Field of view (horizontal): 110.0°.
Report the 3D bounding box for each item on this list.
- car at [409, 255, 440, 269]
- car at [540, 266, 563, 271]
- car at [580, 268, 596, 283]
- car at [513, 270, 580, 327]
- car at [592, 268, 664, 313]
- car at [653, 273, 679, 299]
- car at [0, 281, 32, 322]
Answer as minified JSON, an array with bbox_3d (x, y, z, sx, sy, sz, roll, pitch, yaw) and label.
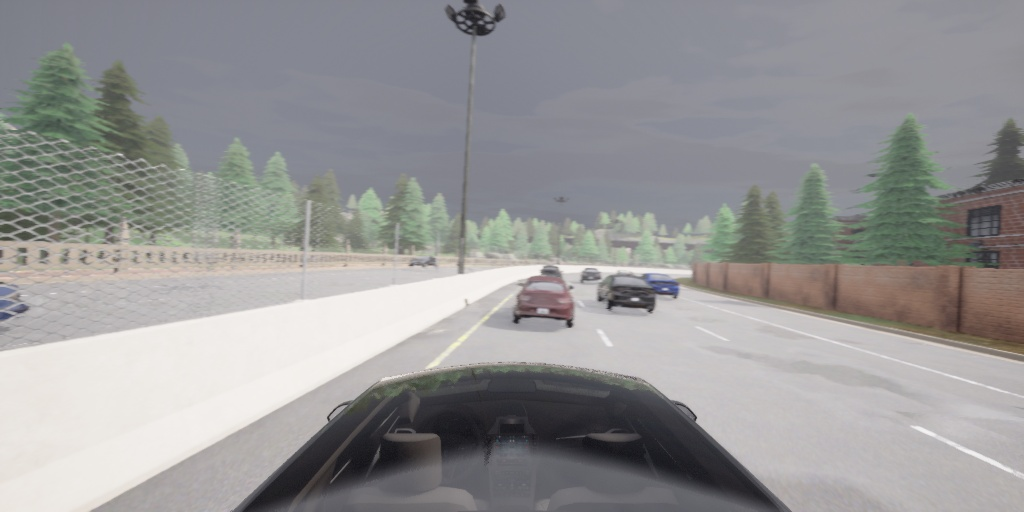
[{"bbox_3d":[-9.479,0.583,39.235,1.812,1.442,4.674,3,0,12],"label":"car"},{"bbox_3d":[3.368,1.579,30.897,1.837,1.490,4.892,3,0,9],"label":"car"},{"bbox_3d":[7.586,1.850,34.509,1.812,1.442,4.674,3,0,11],"label":"car"},{"bbox_3d":[1.115,1.386,12.218,1.812,1.442,4.674,3,0,6],"label":"car"},{"bbox_3d":[5.092,1.578,16.480,1.882,1.535,5.008,3,0,6],"label":"car"},{"bbox_3d":[9.415,1.851,23.751,1.882,1.535,5.008,3,0,7],"label":"car"},{"bbox_3d":[-10.462,0.732,4.518,2.033,1.411,5.357,3,0,6],"label":"car"}]
